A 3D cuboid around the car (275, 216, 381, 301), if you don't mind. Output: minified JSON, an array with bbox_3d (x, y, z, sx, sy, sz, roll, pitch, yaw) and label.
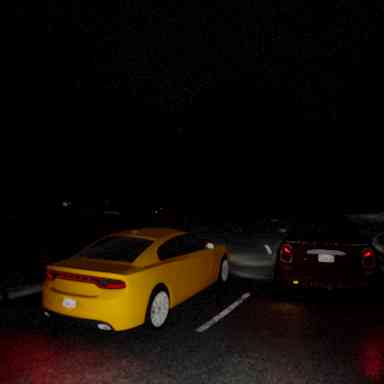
[{"bbox_3d":[3.409,1.394,8.810,2.097,1.767,4.553,0,0,18],"label":"car"}]

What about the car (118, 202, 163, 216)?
[{"bbox_3d":[-5.391,1.700,34.382,4.718,1.301,1.895,0,0,33],"label":"car"}]

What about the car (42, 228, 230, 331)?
[{"bbox_3d":[-0.725,1.509,7.146,1.882,1.535,5.008,0,0,26],"label":"car"}]
